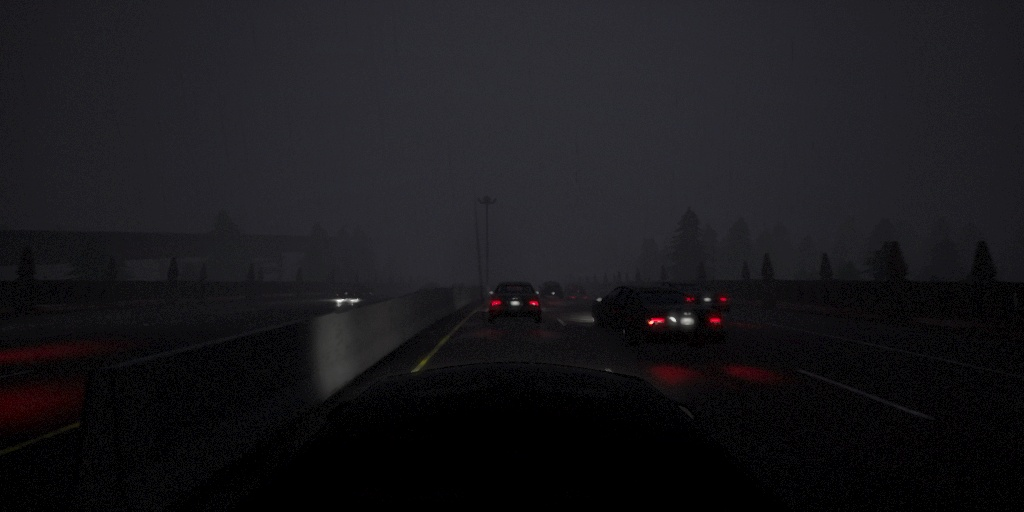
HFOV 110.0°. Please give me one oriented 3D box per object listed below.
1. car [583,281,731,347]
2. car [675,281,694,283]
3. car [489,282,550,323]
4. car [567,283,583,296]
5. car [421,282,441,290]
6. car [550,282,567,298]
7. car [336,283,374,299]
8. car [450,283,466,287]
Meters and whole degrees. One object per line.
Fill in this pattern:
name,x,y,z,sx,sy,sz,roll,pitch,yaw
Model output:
car,3.603,1.501,9.876,2.033,1.411,5.357,0,-2,0
car,7.105,1.803,15.537,2.033,1.411,5.357,0,-4,0
car,0.104,1.702,13.890,2.033,1.411,5.357,0,-3,0
car,7.112,3.762,40.848,1.812,1.442,4.674,0,-4,0
car,-10.558,4.215,47.157,1.882,1.535,5.008,0,-5,0
car,3.612,3.170,33.606,1.837,1.490,4.892,0,-4,0
car,-14.080,3.137,32.449,1.994,1.385,4.181,0,-5,0
car,-7.054,4.256,46.788,2.033,1.411,5.357,0,-5,0
